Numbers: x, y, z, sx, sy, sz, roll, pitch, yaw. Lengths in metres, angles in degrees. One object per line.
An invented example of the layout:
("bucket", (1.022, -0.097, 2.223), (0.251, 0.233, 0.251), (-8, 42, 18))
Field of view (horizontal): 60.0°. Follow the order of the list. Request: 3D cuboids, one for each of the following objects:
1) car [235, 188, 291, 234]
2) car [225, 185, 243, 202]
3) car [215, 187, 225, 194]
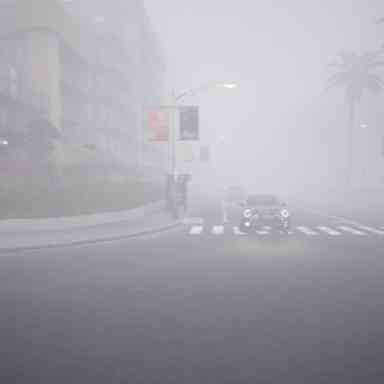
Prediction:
("car", (3.342, 0.866, 16.019), (2.097, 1.767, 4.553), (0, 1, 6))
("car", (5.534, 0.208, 41.436), (2.150, 2.045, 5.566), (0, 3, 6))
("car", (5.872, -0.329, 68.197), (1.837, 1.490, 4.892), (-1, 2, -7))
